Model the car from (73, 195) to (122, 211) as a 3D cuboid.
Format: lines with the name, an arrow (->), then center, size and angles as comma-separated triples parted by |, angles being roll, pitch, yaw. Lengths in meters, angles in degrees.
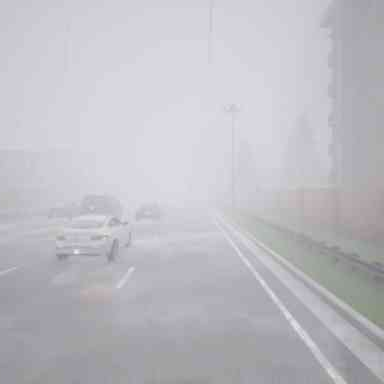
car -> -6.903, 1.222, 25.641 | 2.150, 2.045, 5.566 | 0, 0, 0

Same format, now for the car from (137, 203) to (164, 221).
car -> -3.403, 1.565, 27.306 | 1.994, 1.385, 4.181 | 0, 0, 0

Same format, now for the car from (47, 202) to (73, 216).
car -> -10.412, 1.526, 27.640 | 1.812, 1.442, 4.674 | 0, 0, 0

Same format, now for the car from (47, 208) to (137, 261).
car -> -3.414, 1.526, 12.144 | 1.812, 1.442, 4.674 | 0, 0, 0

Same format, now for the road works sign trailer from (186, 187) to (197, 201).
road works sign trailer -> 0.010, 0.466, 80.294 | 2.380, 3.560, 2.880 | 0, 0, 0
